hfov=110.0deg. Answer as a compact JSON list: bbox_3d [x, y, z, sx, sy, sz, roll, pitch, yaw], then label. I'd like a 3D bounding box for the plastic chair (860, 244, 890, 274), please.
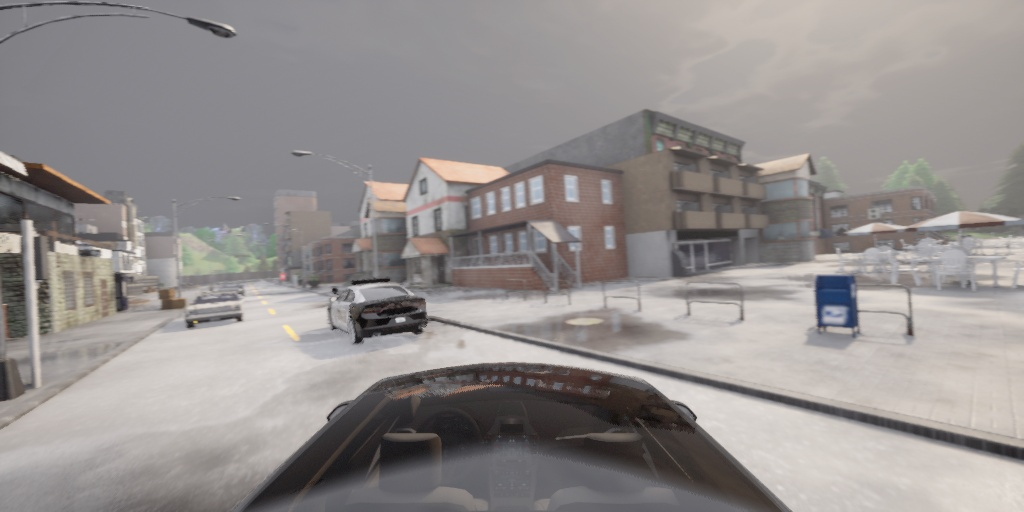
[{"bbox_3d":[17.608,0.206,17.384,0.730,1.272,0.750,0,0,-38],"label":"plastic chair"}]

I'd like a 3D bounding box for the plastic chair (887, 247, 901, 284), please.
[{"bbox_3d":[14.252,0.402,12.983,0.750,1.272,0.730,0,0,-37],"label":"plastic chair"}]

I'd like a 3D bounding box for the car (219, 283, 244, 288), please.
[{"bbox_3d":[-27.370,3.344,35.041,1.994,1.385,4.181,-4,-1,-36],"label":"car"}]

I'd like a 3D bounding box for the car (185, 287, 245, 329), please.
[{"bbox_3d":[-13.301,2.326,16.208,1.895,1.301,4.718,-4,0,-37],"label":"car"}]

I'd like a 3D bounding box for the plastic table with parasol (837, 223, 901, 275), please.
[{"bbox_3d":[18.504,-0.452,18.151,2.482,2.480,2.482,0,0,-37],"label":"plastic table with parasol"}]

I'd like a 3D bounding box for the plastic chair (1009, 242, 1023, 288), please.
[{"bbox_3d":[15.651,0.295,10.785,0.750,1.272,0.730,0,0,-37],"label":"plastic chair"}]

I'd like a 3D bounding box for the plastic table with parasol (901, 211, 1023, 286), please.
[{"bbox_3d":[14.980,-0.257,11.880,2.482,2.480,2.482,0,0,-37],"label":"plastic table with parasol"}]

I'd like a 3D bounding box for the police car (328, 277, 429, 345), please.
[{"bbox_3d":[-4.362,1.523,11.103,1.930,1.638,5.238,-4,0,-37],"label":"police car"}]

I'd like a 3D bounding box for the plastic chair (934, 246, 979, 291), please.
[{"bbox_3d":[13.935,0.412,11.243,0.730,1.272,0.750,0,0,-37],"label":"plastic chair"}]
